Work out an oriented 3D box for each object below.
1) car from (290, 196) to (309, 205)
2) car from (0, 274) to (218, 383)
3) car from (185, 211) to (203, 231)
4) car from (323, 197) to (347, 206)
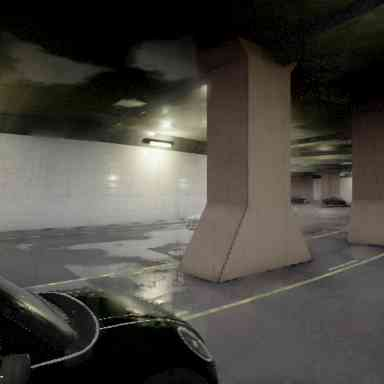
[{"bbox_3d":[19.225,1.491,60.294,2.128,1.511,4.902,0,0,-13],"label":"car"},{"bbox_3d":[-1.954,1.352,2.469,4.553,1.767,2.097,0,0,-36],"label":"car"},{"bbox_3d":[1.666,1.525,19.598,1.812,1.442,4.674,0,0,45],"label":"car"},{"bbox_3d":[23.453,1.547,54.928,2.033,1.411,5.357,0,0,-2],"label":"car"}]
